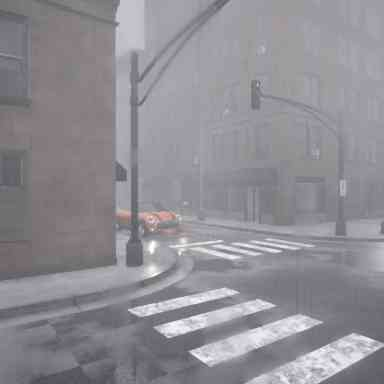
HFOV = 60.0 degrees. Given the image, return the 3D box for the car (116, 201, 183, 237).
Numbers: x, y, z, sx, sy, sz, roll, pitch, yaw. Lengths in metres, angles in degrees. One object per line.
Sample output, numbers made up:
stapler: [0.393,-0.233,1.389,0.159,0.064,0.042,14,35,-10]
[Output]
car: [-2.372,1.263,17.511,2.097,1.767,4.553,0,0,-35]
